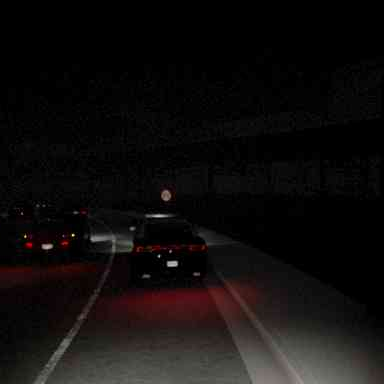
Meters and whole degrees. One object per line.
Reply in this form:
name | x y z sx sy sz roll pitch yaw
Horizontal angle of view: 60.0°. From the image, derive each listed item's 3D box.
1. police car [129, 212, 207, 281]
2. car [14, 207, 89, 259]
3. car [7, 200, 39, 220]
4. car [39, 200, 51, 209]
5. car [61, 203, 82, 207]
police car | -0.852 1.422 10.087 1.930 1.638 5.238 0 0 -9
car | -5.017 1.538 12.681 1.812 1.442 4.674 0 0 -12
car | -15.196 1.577 29.475 2.128 1.511 4.902 -1 0 -30
car | -18.819 1.647 40.434 2.033 1.411 5.357 -1 0 -41
car | -9.583 1.583 26.475 2.033 1.411 5.357 0 0 -25
